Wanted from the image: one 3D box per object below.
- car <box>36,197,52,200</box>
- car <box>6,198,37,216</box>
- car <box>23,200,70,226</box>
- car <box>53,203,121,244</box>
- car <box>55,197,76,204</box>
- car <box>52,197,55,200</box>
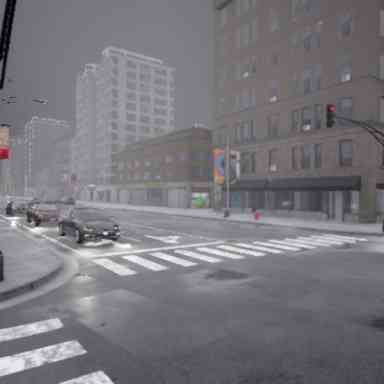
[{"bbox_3d":[-25.841,1.552,56.461,2.033,1.411,5.357,1,0,-36],"label":"car"},{"bbox_3d":[-16.889,1.518,32.623,1.812,1.442,4.674,1,0,-36],"label":"car"},{"bbox_3d":[-10.459,1.536,23.696,1.812,1.442,4.674,1,0,-36],"label":"car"},{"bbox_3d":[-5.100,1.530,16.249,1.837,1.490,4.892,1,0,-35],"label":"car"},{"bbox_3d":[-20.593,1.543,54.728,1.837,1.490,4.892,1,0,-36],"label":"car"},{"bbox_3d":[-26.672,1.583,63.148,1.994,1.385,4.181,1,0,-36],"label":"car"}]
